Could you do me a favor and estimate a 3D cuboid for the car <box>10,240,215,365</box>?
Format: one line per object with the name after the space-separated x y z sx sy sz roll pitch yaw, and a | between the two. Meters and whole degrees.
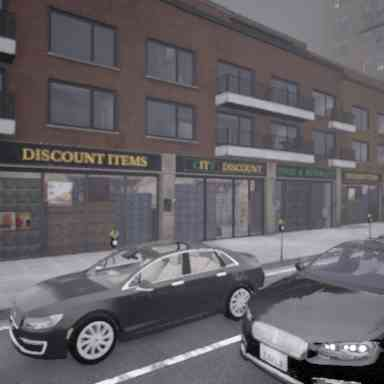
-0.635 1.566 5.738 4.403 1.369 2.008 0 0 -36 | car

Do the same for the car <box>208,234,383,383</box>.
2.866 1.521 4.998 4.902 1.511 2.128 0 0 -36 | car
